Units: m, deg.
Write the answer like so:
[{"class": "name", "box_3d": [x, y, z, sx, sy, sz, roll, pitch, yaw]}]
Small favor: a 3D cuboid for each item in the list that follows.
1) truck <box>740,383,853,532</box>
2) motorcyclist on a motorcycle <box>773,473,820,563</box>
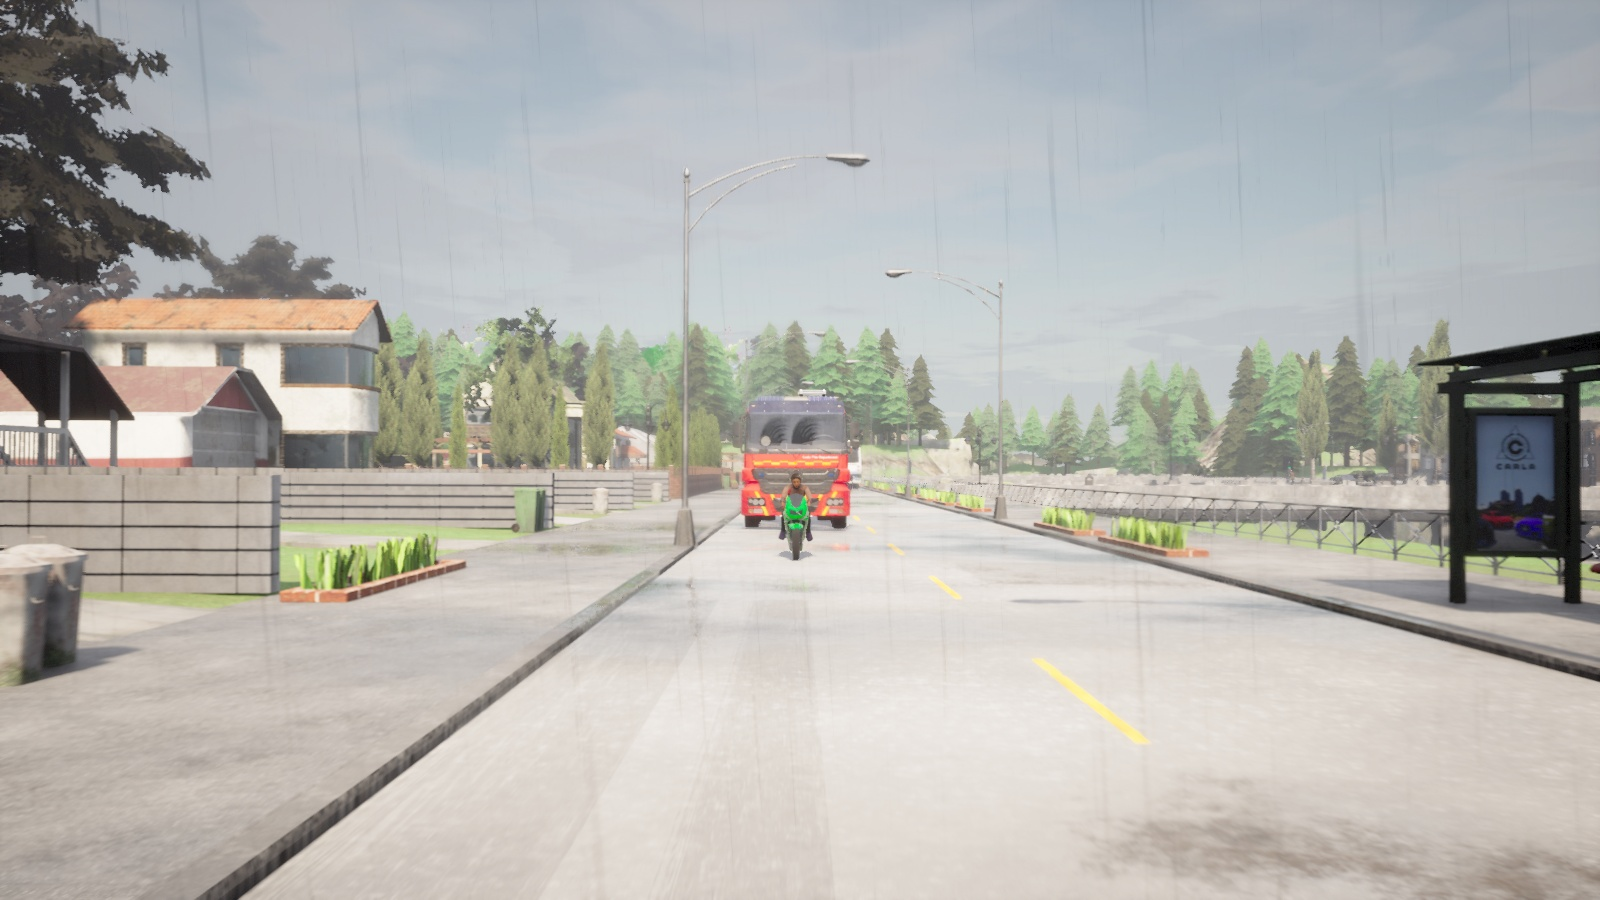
[{"class": "truck", "box_3d": [-0.098, 0.264, 36.635, 2.891, 3.827, 8.468, 0, -1, 0]}, {"class": "motorcyclist on a motorcycle", "box_3d": [-0.057, 1.172, 22.382, 0.797, 1.523, 2.044, 0, -1, 0]}]
